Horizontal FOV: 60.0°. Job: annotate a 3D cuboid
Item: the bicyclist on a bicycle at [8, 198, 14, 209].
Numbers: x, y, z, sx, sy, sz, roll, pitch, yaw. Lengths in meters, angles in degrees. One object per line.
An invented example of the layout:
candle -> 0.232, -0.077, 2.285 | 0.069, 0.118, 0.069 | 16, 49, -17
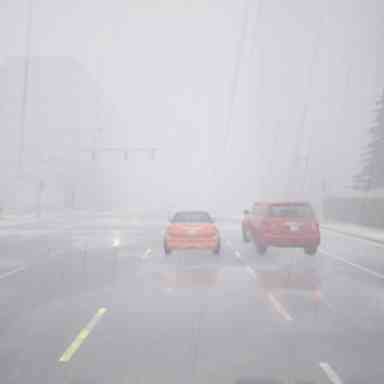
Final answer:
bicyclist on a bicycle -> -28.627, 1.800, 52.612 | 0.582, 1.620, 1.656 | 0, 0, 1

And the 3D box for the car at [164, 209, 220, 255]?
car -> 0.004, 1.484, 14.086 | 2.097, 1.767, 4.553 | 0, -1, 0

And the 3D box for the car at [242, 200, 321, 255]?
car -> 3.503, 1.350, 14.022 | 2.150, 2.045, 5.566 | 0, 0, 0
